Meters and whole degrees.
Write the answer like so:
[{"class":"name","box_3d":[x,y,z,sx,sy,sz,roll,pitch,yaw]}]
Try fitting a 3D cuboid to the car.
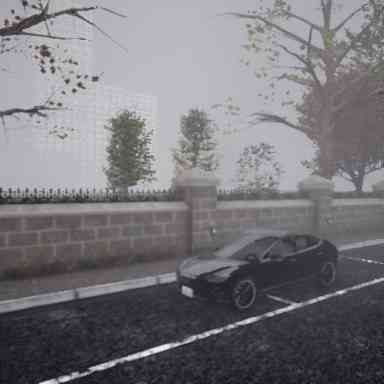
[{"class":"car","box_3d":[1.686,1.575,7.765,4.313,1.339,1.947,0,0,-36]}]
